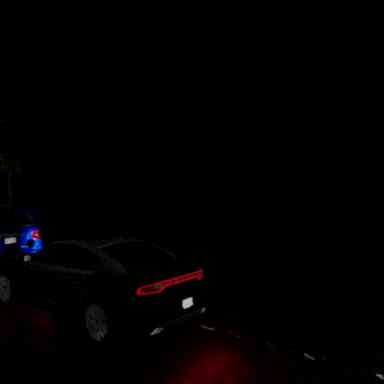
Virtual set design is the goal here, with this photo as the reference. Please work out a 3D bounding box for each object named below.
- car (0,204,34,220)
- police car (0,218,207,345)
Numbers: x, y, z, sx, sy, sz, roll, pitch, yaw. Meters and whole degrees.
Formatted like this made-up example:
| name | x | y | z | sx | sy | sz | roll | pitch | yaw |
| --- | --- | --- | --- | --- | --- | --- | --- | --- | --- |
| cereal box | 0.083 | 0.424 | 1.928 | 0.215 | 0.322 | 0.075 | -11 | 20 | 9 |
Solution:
| name | x | y | z | sx | sy | sz | roll | pitch | yaw |
| --- | --- | --- | --- | --- | --- | --- | --- | --- | --- |
| car | -6.882 | 1.381 | 10.313 | 5.566 | 2.045 | 2.150 | 0 | -1 | 37 |
| police car | -2.140 | 1.547 | 6.763 | 5.238 | 1.638 | 1.930 | 0 | -1 | 37 |
